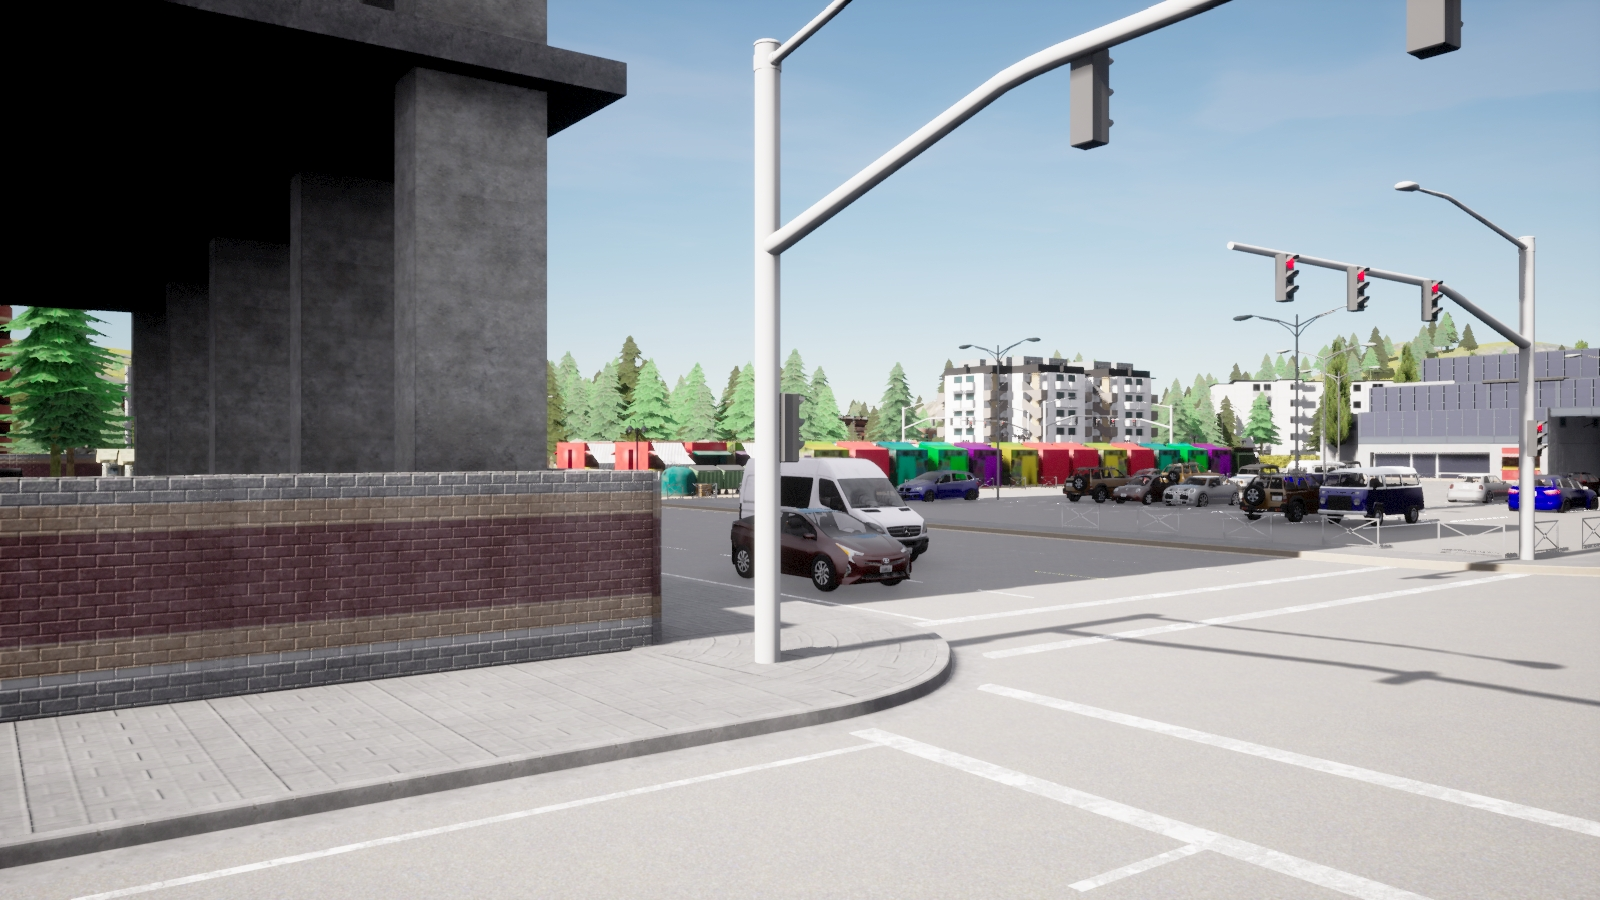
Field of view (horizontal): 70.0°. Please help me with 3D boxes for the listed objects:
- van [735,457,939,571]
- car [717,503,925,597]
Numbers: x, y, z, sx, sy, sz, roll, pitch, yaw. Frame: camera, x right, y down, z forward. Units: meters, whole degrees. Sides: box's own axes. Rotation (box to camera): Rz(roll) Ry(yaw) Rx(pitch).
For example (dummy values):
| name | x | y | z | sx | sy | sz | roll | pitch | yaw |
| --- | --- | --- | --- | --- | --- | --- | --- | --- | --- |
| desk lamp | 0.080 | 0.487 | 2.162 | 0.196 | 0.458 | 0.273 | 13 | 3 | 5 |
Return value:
| name | x | y | z | sx | sy | sz | roll | pitch | yaw |
| --- | --- | --- | --- | --- | --- | --- | --- | --- | --- |
| van | 0.780 | 1.479 | 29.066 | 1.988 | 2.561 | 5.915 | 0 | 0 | -36 |
| car | 0.324 | 1.984 | 23.786 | 2.007 | 1.525 | 4.514 | 0 | 0 | -36 |
